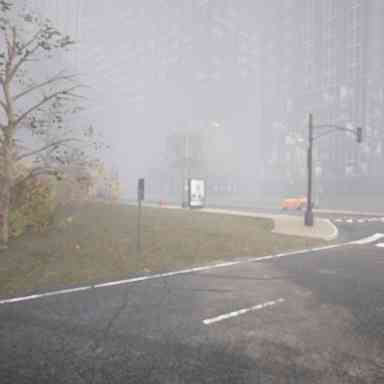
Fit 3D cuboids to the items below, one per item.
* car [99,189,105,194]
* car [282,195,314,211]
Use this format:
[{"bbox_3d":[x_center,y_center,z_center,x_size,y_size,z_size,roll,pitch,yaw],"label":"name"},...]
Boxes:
[{"bbox_3d":[-14.547,0.308,55.680,2.097,1.767,4.553,3,-1,-42],"label":"car"},{"bbox_3d":[11.801,1.096,36.832,2.097,1.767,4.553,-2,-2,40],"label":"car"}]
